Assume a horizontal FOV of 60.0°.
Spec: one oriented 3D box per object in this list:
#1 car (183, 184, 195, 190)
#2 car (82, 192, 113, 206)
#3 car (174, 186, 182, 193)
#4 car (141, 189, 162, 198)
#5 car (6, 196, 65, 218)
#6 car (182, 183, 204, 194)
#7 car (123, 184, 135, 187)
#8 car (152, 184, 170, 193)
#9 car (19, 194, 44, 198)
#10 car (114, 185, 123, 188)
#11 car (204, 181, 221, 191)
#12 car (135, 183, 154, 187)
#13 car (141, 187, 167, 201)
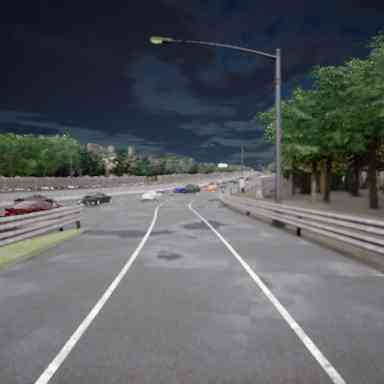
[{"bbox_3d":[-0.855,-1.274,91.183,2.128,1.511,4.902,1,3,15],"label":"car"},{"bbox_3d":[-11.326,0.775,40.176,1.837,1.490,4.892,1,2,15],"label":"car"},{"bbox_3d":[-2.338,-0.557,72.539,1.882,1.535,5.008,1,2,15],"label":"car"},{"bbox_3d":[-6.827,0.219,56.390,1.895,1.301,4.718,1,2,16],"label":"car"},{"bbox_3d":[-11.749,1.346,25.408,1.882,1.535,5.008,1,2,15],"label":"car"},{"bbox_3d":[0.198,-0.649,68.571,2.150,2.045,5.566,1,2,15],"label":"car"},{"bbox_3d":[-15.925,-1.229,89.133,1.837,1.490,4.892,1,2,15],"label":"car"},{"bbox_3d":[-6.353,-0.388,71.155,1.895,1.301,4.718,1,2,15],"label":"car"},{"bbox_3d":[-16.405,0.980,34.913,1.837,1.490,4.892,1,2,15],"label":"car"},{"bbox_3d":[-19.313,-1.173,90.016,1.895,1.301,4.718,1,2,15],"label":"car"},{"bbox_3d":[5.469,-1.295,87.759,2.097,1.767,4.553,1,3,15],"label":"car"},{"bbox_3d":[-12.545,-1.135,88.227,1.994,1.385,4.181,1,2,15],"label":"car"},{"bbox_3d":[-5.595,0.498,47.757,1.812,1.442,4.674,1,2,16],"label":"car"}]
